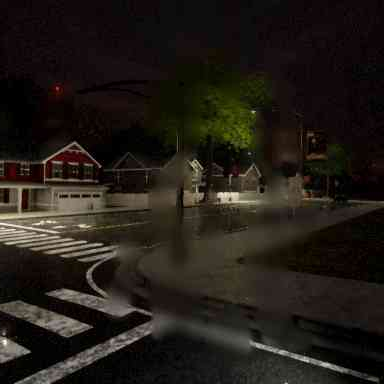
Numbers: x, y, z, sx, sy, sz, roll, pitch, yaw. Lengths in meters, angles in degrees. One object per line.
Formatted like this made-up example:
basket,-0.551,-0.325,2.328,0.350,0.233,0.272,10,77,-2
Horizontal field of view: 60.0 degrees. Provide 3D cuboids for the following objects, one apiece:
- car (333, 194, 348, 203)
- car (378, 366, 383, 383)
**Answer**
car,28.066,1.205,62.687,2.128,1.511,4.902,1,0,36
car,3.402,1.506,1.253,4.892,1.490,1.837,0,0,36
